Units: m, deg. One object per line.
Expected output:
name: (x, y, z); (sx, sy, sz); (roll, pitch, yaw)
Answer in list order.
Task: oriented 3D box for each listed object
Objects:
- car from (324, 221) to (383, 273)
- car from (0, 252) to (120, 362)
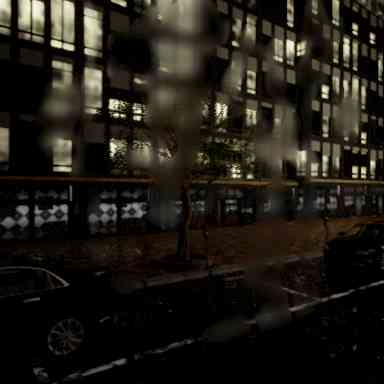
car: (6.108, 1.654, 10.925); (4.403, 1.369, 2.008); (1, -1, -35)
car: (-3.146, 1.550, 4.325); (4.403, 1.369, 2.008); (1, -1, -35)
